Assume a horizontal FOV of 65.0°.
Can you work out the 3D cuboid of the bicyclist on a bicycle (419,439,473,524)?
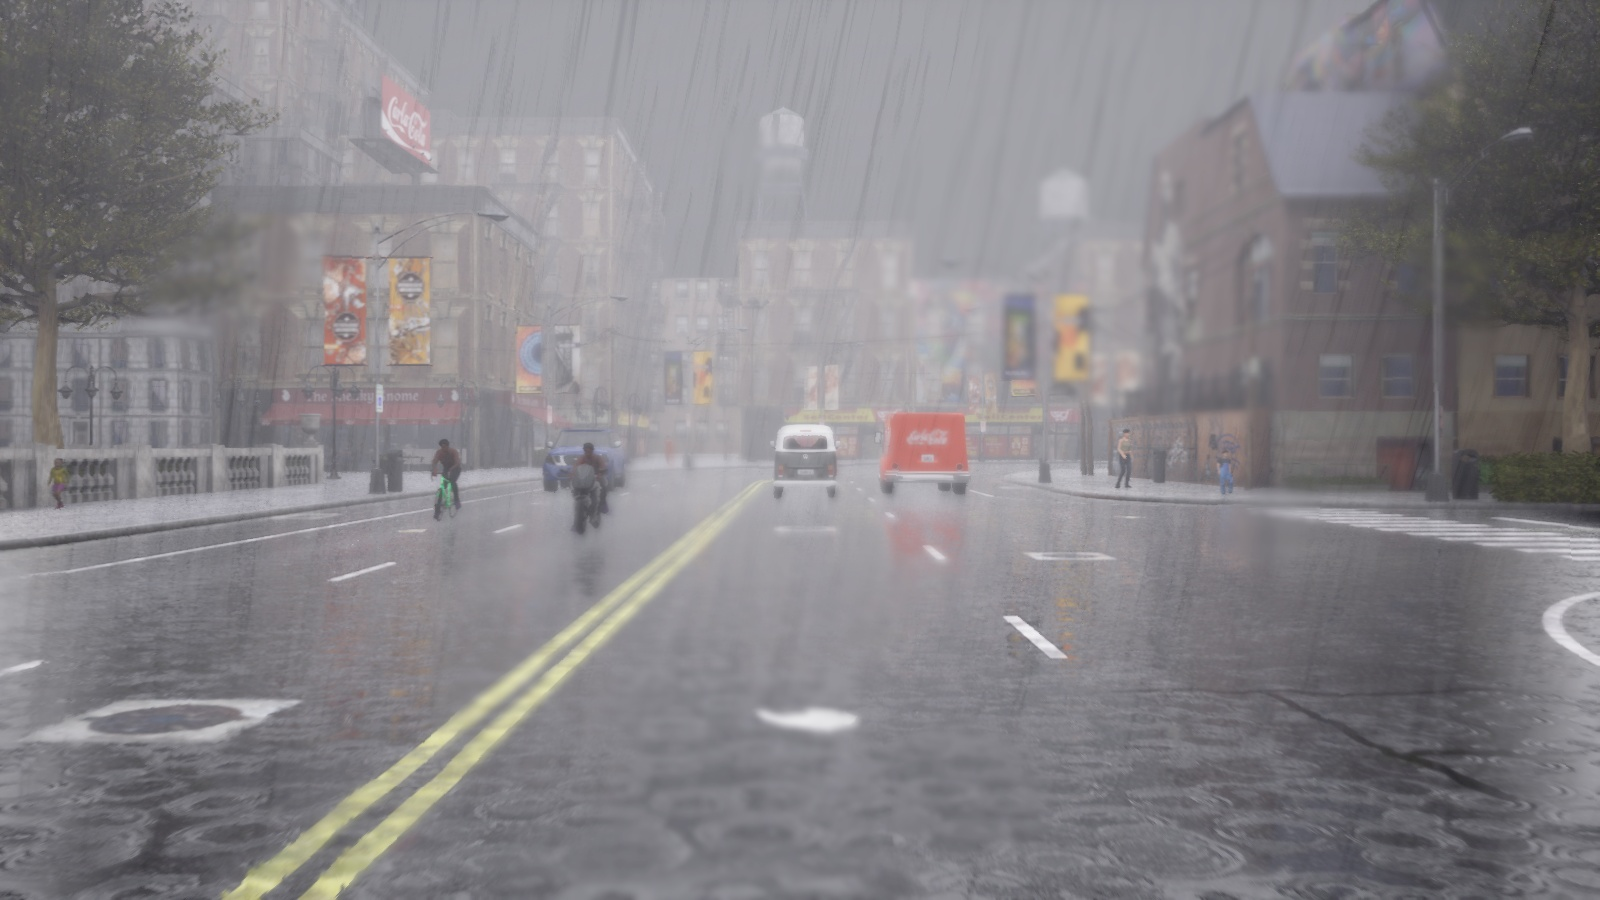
[{"bbox_3d":[-6.966,0.594,24.758,0.582,1.620,1.656,0,1,0],"label":"bicyclist on a bicycle"}]

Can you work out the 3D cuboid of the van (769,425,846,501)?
[{"bbox_3d":[0.220,0.329,35.882,2.069,2.038,4.480,0,1,0],"label":"van"}]

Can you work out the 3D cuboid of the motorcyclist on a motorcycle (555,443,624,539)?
[{"bbox_3d":[-3.487,0.641,20.937,0.797,1.523,2.044,0,0,0],"label":"motorcyclist on a motorcycle"}]

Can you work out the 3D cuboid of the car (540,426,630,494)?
[{"bbox_3d":[-6.887,0.297,40.798,2.150,2.045,5.566,0,0,-2],"label":"car"}]

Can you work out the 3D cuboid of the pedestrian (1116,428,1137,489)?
[{"bbox_3d":[9.932,0.257,38.220,0.345,1.836,0.594,0,0,-23],"label":"pedestrian"}]

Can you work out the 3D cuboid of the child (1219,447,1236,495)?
[{"bbox_3d":[11.376,0.558,33.417,0.270,1.263,0.437,0,0,-6],"label":"child"}]

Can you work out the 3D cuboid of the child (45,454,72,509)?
[{"bbox_3d":[-15.780,0.663,26.734,0.299,1.160,0.473,0,0,1],"label":"child"}]

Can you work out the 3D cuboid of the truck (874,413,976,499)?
[{"bbox_3d":[3.735,0.121,38.539,2.627,2.467,5.204,0,1,0],"label":"truck"}]
